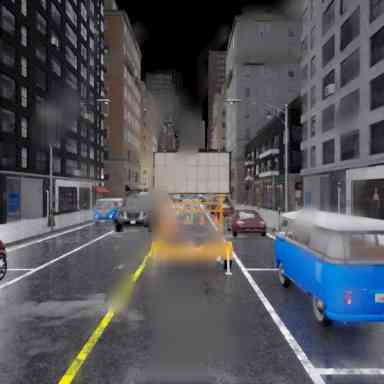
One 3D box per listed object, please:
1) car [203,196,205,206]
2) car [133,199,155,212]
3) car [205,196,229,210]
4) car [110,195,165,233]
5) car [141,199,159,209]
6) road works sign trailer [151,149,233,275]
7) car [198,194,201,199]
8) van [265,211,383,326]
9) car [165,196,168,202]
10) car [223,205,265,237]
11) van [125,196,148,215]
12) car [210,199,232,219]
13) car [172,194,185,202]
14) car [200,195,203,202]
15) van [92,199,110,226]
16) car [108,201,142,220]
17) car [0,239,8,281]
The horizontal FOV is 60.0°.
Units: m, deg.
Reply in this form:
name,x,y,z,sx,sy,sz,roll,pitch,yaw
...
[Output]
name,x,y,z,sx,sy,sz,roll,pitch,yaw
car,2.848,1.442,45.304,1.967,1.590,4.097,0,0,0
car,-5.677,1.566,39.801,1.947,1.339,4.313,0,0,0
car,2.849,1.314,34.301,2.192,1.841,5.009,0,0,0
car,-3.103,1.220,20.215,2.150,2.045,5.566,0,0,0
car,-5.677,1.584,45.302,1.802,1.307,4.206,0,0,0
road works sign trailer,-0.001,0.464,10.472,2.380,3.560,2.880,0,0,0
car,2.843,1.576,67.309,1.947,1.339,4.313,0,0,0
van,2.855,1.340,6.794,1.690,1.788,3.998,0,0,0
car,-5.680,1.571,56.305,1.947,1.339,4.313,0,0,0
car,2.853,1.581,17.797,1.802,1.307,4.206,0,0,0
van,-5.676,1.340,34.299,1.690,1.788,3.998,0,0,0
car,2.851,1.581,28.799,1.802,1.307,4.206,0,0,0
car,-3.013,1.536,69.287,1.812,1.442,4.674,0,0,0
car,2.845,1.556,56.307,2.008,1.369,4.403,0,0,0
van,-5.674,1.340,23.298,1.690,1.788,3.998,0,0,0
car,-5.674,1.550,28.798,2.008,1.369,4.403,0,0,0
car,-5.670,1.440,6.793,1.967,1.590,4.097,0,0,0
